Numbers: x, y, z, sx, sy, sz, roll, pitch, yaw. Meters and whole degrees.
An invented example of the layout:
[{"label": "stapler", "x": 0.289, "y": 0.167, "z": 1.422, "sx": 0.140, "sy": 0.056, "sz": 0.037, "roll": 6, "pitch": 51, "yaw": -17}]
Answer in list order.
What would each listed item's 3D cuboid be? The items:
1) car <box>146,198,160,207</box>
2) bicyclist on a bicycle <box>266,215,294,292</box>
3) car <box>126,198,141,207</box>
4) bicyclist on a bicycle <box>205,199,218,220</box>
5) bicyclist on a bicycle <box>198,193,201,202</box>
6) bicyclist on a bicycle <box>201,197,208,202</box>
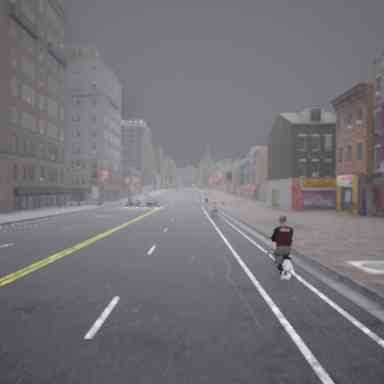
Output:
[{"label": "car", "x": -6.493, "y": 1.709, "z": 55.540, "sx": 1.837, "sy": 1.490, "sz": 4.892, "roll": 0, "pitch": 0, "yaw": 0}, {"label": "bicyclist on a bicycle", "x": 2.194, "y": 1.446, "z": 8.326, "sx": 0.659, "sy": 1.776, "sz": 1.843, "roll": 0, "pitch": 1, "yaw": -4}, {"label": "car", "x": -9.743, "y": 1.773, "z": 55.608, "sx": 1.994, "sy": 1.385, "sz": 4.181, "roll": 0, "pitch": 0, "yaw": 0}, {"label": "bicyclist on a bicycle", "x": 1.883, "y": 1.638, "z": 28.693, "sx": 0.866, "sy": 1.612, "sz": 1.509, "roll": -6, "pitch": 2, "yaw": -20}, {"label": "bicyclist on a bicycle", "x": 1.812, "y": 1.576, "z": 76.761, "sx": 0.866, "sy": 1.612, "sz": 1.509, "roll": -8, "pitch": 4, "yaw": -23}, {"label": "bicyclist on a bicycle", "x": 2.202, "y": 1.569, "z": 50.309, "sx": 0.659, "sy": 1.776, "sz": 1.843, "roll": 0, "pitch": 1, "yaw": -4}]
